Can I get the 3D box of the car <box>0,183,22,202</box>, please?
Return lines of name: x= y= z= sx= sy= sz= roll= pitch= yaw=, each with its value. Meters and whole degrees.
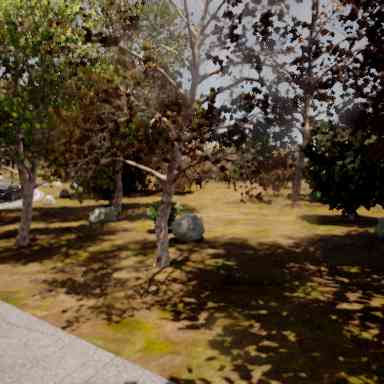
car: x=-16.610 y=-0.057 z=30.196 sx=1.837 sy=1.490 sz=4.892 roll=5 pitch=4 yaw=-7
